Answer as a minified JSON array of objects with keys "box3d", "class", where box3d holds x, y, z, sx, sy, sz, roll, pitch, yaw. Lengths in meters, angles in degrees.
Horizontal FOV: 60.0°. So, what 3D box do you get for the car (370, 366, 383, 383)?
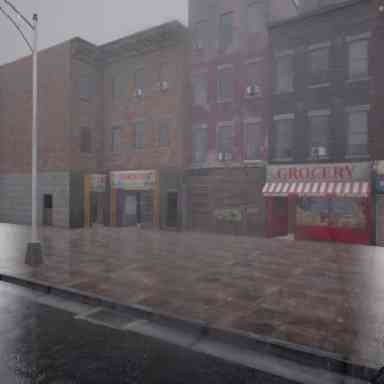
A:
[{"box3d":[2.921,1.564,1.332,4.181,1.385,1.994,0,0,33],"class":"car"}]
